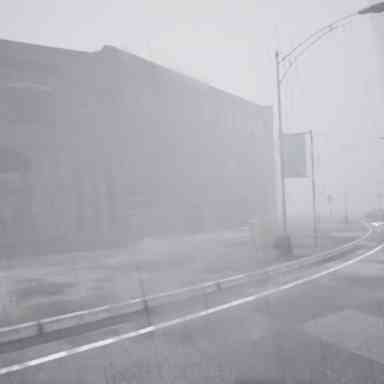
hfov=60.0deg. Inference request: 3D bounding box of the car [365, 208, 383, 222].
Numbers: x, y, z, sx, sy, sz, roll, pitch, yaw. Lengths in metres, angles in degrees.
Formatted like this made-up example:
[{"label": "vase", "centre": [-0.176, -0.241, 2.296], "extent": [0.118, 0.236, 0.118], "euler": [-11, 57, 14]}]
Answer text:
[{"label": "car", "centre": [19.884, 2.439, 35.406], "extent": [1.994, 1.385, 4.181], "euler": [-3, -3, 14]}]
